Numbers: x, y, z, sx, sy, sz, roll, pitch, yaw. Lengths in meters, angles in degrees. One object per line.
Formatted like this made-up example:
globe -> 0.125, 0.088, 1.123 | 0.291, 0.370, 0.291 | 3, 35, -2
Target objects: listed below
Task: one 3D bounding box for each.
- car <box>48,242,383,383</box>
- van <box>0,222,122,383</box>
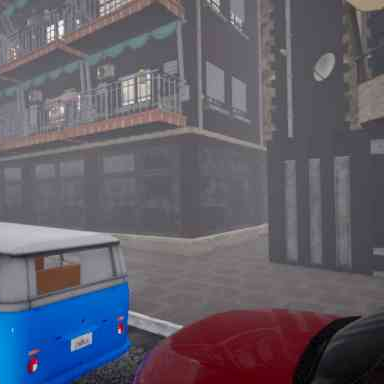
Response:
car -> 1.850, 1.315, 1.395 | 5.009, 1.841, 2.192 | 0, -1, 35
van -> -2.671, 1.343, 4.581 | 3.998, 1.788, 1.690 | 0, -1, 35
